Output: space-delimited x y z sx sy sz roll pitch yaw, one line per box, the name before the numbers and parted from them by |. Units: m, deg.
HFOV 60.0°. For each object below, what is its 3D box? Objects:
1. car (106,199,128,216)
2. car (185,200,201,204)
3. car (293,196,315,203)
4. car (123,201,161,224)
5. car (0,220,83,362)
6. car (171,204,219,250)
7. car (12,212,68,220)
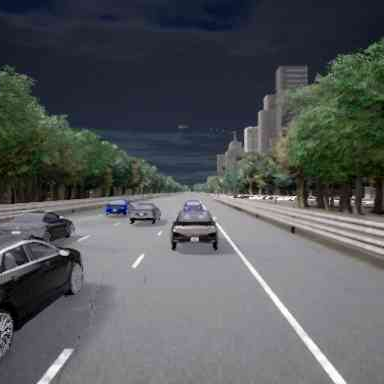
car | -6.899 1.456 32.131 1.882 1.535 5.008 0 0 0
car | 0.100 1.506 31.588 1.812 1.442 4.674 0 0 0
car | 24.220 1.650 72.114 2.163 1.488 4.792 0 1 -42
car | -3.397 1.542 24.849 2.033 1.411 5.357 0 0 0
car | -3.400 1.494 5.733 2.128 1.511 4.902 0 0 0
car | 0.100 1.496 14.451 2.128 1.511 4.902 0 0 0
car | -6.899 1.567 15.046 1.994 1.385 4.181 0 0 0
